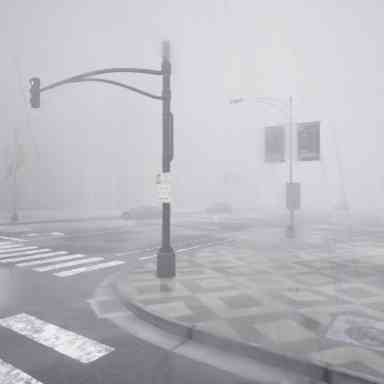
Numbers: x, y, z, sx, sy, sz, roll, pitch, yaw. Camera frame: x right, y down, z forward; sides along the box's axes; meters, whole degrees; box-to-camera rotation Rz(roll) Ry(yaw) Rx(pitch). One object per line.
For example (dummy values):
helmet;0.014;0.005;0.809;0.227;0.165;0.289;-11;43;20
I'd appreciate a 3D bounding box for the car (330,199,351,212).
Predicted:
car;24.538;2.382;54.115;2.128;1.511;4.902;0;-1;36

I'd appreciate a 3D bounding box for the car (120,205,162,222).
car;-4.499;1.907;30.271;1.994;1.385;4.181;0;-1;35

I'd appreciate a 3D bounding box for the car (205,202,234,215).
car;3.494;2.048;41.542;1.837;1.490;4.892;0;-1;36
